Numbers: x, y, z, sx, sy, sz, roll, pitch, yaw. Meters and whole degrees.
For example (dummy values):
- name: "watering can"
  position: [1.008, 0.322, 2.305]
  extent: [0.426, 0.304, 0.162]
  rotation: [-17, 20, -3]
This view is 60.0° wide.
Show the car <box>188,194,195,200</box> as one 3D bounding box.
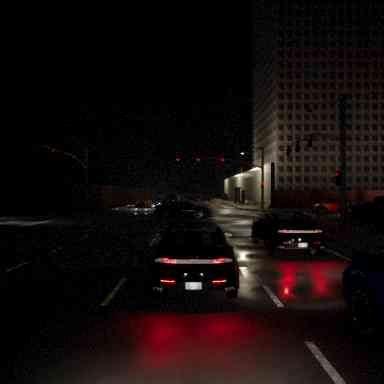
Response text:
- name: "car"
  position: [-0.109, 1.328, 88.994]
  extent: [1.837, 1.490, 4.892]
  rotation: [0, 0, 0]

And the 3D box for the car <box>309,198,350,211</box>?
- name: "car"
  position: [14.989, 1.407, 35.726]
  extent: [4.553, 1.767, 2.097]
  rotation: [0, 0, 0]

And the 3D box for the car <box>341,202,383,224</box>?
- name: "car"
  position: [14.045, 1.561, 25.024]
  extent: [4.892, 1.490, 1.837]
  rotation: [0, 0, 0]

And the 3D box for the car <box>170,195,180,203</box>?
- name: "car"
  position: [-3.587, 1.478, 71.097]
  extent: [1.882, 1.535, 5.008]
  rotation: [0, 0, 0]

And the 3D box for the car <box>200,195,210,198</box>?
- name: "car"
  position: [3.404, 1.524, 78.788]
  extent: [1.812, 1.442, 4.674]
  rotation: [0, 0, 0]

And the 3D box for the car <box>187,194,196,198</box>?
- name: "car"
  position: [-0.096, 1.347, 78.741]
  extent: [2.097, 1.767, 4.553]
  rotation: [0, 0, 0]

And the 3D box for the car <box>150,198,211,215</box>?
- name: "car"
  position: [-0.801, 1.534, 28.472]
  extent: [4.892, 1.490, 1.837]
  rotation: [0, 0, 0]

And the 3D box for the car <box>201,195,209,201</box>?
- name: "car"
  position: [3.391, 1.500, 89.093]
  extent: [1.837, 1.490, 4.892]
  rotation: [0, 0, 0]

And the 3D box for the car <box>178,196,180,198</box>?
- name: "car"
  position: [-3.637, 1.221, 60.948]
  extent: [2.150, 2.045, 5.566]
  rotation: [0, 0, 0]

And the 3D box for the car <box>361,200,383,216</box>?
- name: "car"
  position: [19.374, 1.533, 32.239]
  extent: [5.008, 1.535, 1.882]
  rotation: [0, 0, 0]

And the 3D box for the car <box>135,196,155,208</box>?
- name: "car"
  position: [-7.151, 1.478, 49.244]
  extent: [1.882, 1.535, 5.008]
  rotation: [0, 0, 0]

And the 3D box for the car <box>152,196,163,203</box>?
- name: "car"
  position: [-7.085, 1.601, 68.729]
  extent: [1.895, 1.301, 4.718]
  rotation: [0, 0, 0]

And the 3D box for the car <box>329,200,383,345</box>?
- name: "car"
  position: [3.596, 1.221, 3.242]
  extent: [2.150, 2.045, 5.566]
  rotation: [0, 0, 0]

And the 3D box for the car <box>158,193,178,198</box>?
- name: "car"
  position: [-3.649, 1.352, 51.359]
  extent: [2.097, 1.767, 4.553]
  rotation: [0, 0, 0]

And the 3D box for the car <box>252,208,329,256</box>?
- name: "car"
  position: [3.565, 1.492, 13.088]
  extent: [2.128, 1.511, 4.902]
  rotation: [0, 0, 0]

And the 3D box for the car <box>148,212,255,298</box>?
- name: "car"
  position: [0.046, 1.492, 8.470]
  extent: [2.128, 1.511, 4.902]
  rotation: [0, 0, 0]
